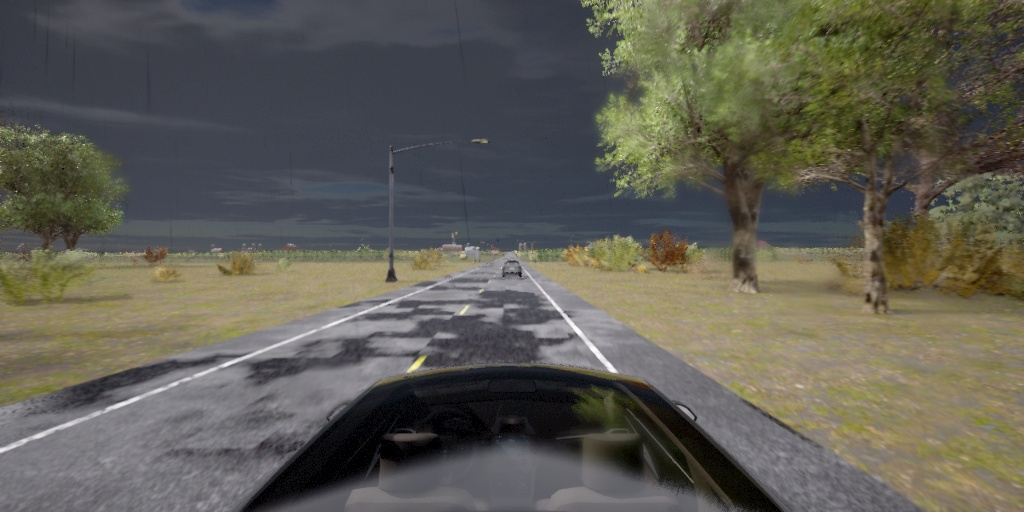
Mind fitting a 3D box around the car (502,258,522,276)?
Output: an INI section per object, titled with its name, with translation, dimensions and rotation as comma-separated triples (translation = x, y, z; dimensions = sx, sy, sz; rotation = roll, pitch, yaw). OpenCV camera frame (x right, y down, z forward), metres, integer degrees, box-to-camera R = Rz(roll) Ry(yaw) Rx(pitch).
[car]
translation = 0.035, 1.245, 35.926
dimensions = 2.033, 1.649, 4.856
rotation = 0, 0, 1
